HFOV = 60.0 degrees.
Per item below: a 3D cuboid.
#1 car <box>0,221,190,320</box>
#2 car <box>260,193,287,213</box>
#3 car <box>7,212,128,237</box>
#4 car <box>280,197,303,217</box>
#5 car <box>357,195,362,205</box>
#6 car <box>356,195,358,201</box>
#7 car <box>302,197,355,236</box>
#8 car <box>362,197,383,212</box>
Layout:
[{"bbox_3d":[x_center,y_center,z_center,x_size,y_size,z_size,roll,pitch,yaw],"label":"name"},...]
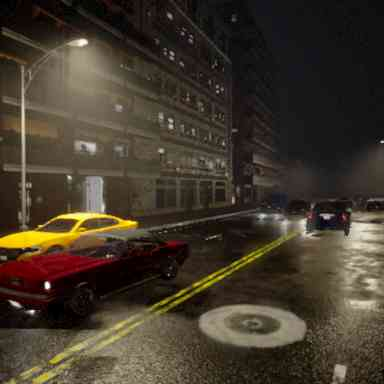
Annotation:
[{"bbox_3d":[-1.954,1.596,7.611,1.895,1.301,4.718,0,0,29],"label":"car"},{"bbox_3d":[8.990,1.163,35.886,2.150,2.045,5.566,0,0,27],"label":"car"},{"bbox_3d":[-3.808,1.472,11.020,1.882,1.535,5.008,0,0,28],"label":"car"},{"bbox_3d":[9.586,1.424,29.810,1.882,1.535,5.008,0,0,27],"label":"car"},{"bbox_3d":[27.058,1.424,51.158,2.033,1.411,5.357,0,0,24],"label":"car"},{"bbox_3d":[34.902,1.374,69.649,1.994,1.385,4.181,0,0,22],"label":"car"},{"bbox_3d":[7.796,1.317,18.679,2.097,1.767,4.553,0,0,27],"label":"car"},{"bbox_3d":[20.751,1.404,37.515,2.128,1.511,4.902,0,0,25],"label":"car"}]
